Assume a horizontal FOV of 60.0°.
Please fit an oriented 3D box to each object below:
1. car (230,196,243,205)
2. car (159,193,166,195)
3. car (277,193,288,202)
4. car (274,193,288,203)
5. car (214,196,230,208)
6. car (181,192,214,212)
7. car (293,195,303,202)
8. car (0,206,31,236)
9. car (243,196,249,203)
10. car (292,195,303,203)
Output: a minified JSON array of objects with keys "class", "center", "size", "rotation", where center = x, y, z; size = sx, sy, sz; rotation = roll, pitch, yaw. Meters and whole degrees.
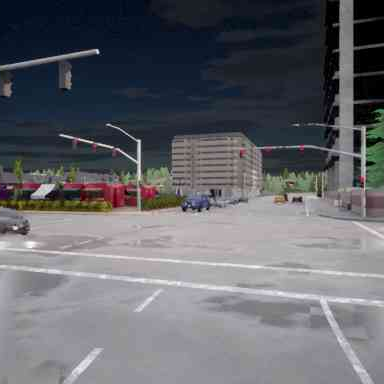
[{"class":"car","center":[6.844,1.491,57.666],"size":[2.128,1.511,4.902],"rotation":[0,0,19]},{"class":"car","center":[-8.000,1.209,81.429],"size":[4.605,1.855,1.932],"rotation":[0,0,19]},{"class":"car","center":[21.513,1.225,78.819],"size":[2.150,2.045,5.566],"rotation":[0,0,19]},{"class":"car","center":[18.205,1.478,69.000],"size":[1.882,1.535,5.008],"rotation":[0,0,19]},{"class":"car","center":[3.724,1.601,48.548],"size":[1.895,1.301,4.718],"rotation":[0,0,19]},{"class":"car","center":[0.580,1.221,39.305],"size":[2.150,2.045,5.566],"rotation":[0,0,19]},{"class":"car","center":[24.708,1.525,77.343],"size":[2.128,1.511,4.902],"rotation":[0,0,19]},{"class":"car","center":[-10.274,1.555,17.762],"size":[4.892,1.490,1.837],"rotation":[-1,-2,44]},{"class":"car","center":[10.314,1.547,67.656],"size":[2.033,1.411,5.357],"rotation":[0,0,19]},{"class":"car","center":[21.419,1.478,67.598],"size":[1.882,1.535,5.008],"rotation":[0,0,19]}]
